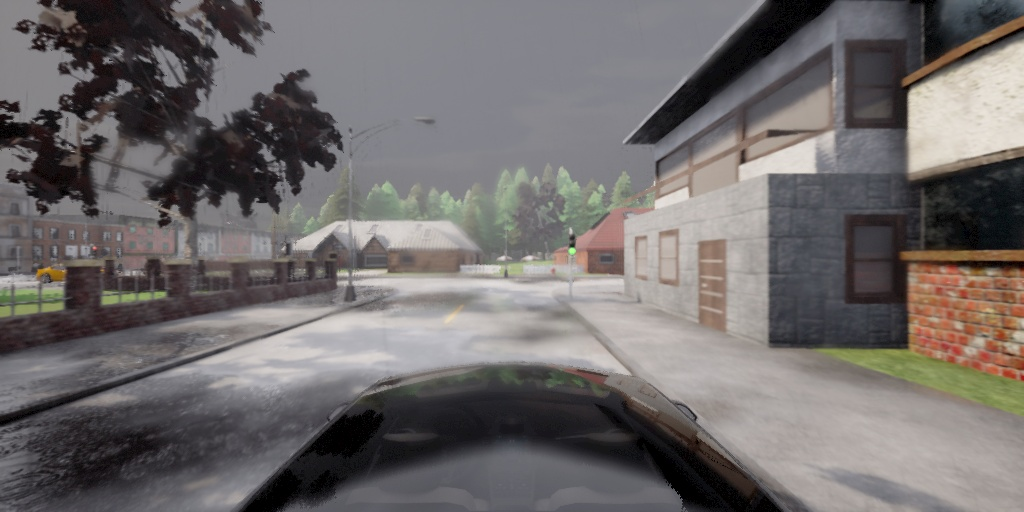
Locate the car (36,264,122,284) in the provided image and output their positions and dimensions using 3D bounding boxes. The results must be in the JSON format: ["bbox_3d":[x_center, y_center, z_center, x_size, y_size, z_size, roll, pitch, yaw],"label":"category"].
[{"bbox_3d":[-32.088,1.269,26.692,5.008,1.535,1.882,0,0,0],"label":"car"}]
